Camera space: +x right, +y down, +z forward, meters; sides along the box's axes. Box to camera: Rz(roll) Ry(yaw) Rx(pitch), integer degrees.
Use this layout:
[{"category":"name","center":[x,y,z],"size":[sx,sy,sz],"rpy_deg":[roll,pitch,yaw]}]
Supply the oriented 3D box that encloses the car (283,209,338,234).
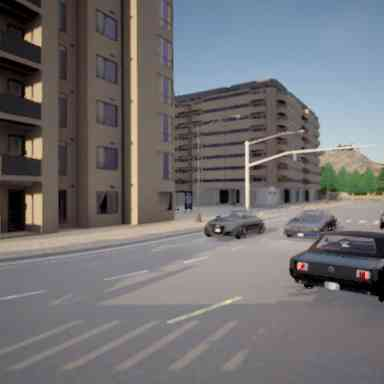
[{"category":"car","center":[6.635,1.663,18.089],"size":[2.033,1.411,5.357],"rpy_deg":[-1,-1,34]}]

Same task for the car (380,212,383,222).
[{"category":"car","center":[13.773,1.654,22.310],"size":[2.033,1.411,5.357],"rpy_deg":[-1,-1,33]}]

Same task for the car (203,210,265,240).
[{"category":"car","center":[2.384,1.705,18.055],"size":[1.994,1.385,4.181],"rpy_deg":[-1,-1,34]}]

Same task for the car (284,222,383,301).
[{"category":"car","center":[4.308,1.650,8.555],"size":[1.895,1.301,4.718],"rpy_deg":[-1,-1,40]}]
